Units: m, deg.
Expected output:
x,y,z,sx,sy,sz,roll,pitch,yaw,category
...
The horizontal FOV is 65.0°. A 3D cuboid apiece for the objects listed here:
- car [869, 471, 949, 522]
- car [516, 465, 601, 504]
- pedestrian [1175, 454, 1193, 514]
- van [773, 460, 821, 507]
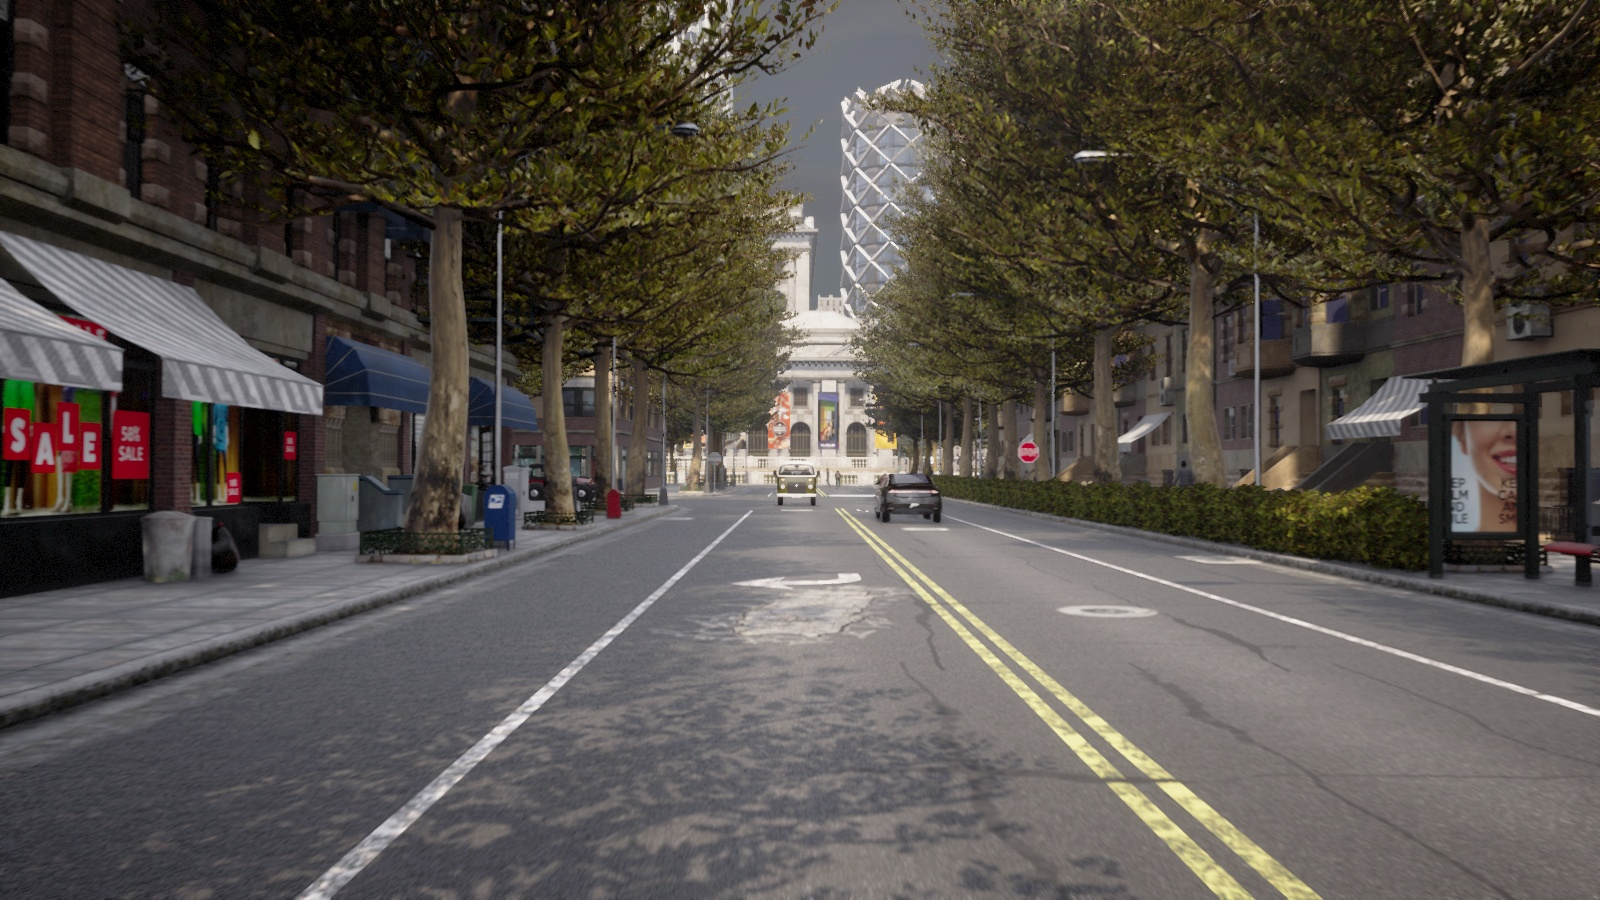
x,y,z,sx,sy,sz,roll,pitch,yaw,category
3.402,1.428,40.049,2.128,1.511,4.902,0,-1,0,car
-12.000,1.706,62.560,3.866,1.878,1.905,0,-1,-1,car
12.685,1.115,41.495,0.423,1.949,0.788,0,-1,6,pedestrian
-0.140,1.493,56.988,2.069,2.038,4.480,0,-1,0,van
